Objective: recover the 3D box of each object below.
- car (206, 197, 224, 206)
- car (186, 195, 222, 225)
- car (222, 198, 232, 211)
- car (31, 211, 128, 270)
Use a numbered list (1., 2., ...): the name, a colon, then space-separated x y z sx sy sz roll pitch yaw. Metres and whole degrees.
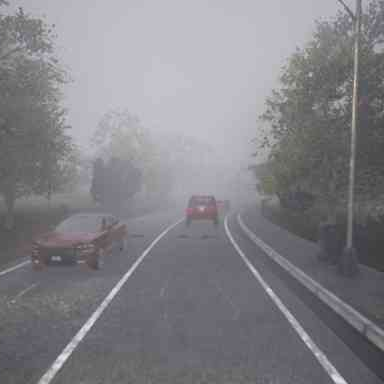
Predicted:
1. car: 3.810 1.536 55.012 1.994 1.385 4.181 2 0 19
2. car: 0.852 1.218 24.010 2.150 2.045 5.566 0 0 5
3. car: 3.845 1.516 41.840 2.128 1.511 4.902 1 0 13
4. car: -3.503 1.464 11.190 1.882 1.535 5.008 0 0 1
